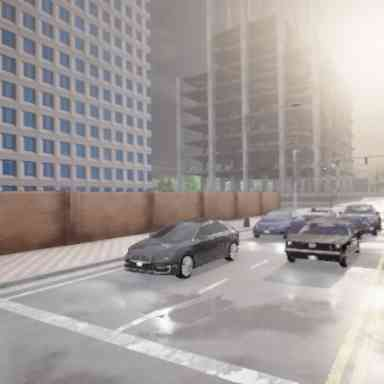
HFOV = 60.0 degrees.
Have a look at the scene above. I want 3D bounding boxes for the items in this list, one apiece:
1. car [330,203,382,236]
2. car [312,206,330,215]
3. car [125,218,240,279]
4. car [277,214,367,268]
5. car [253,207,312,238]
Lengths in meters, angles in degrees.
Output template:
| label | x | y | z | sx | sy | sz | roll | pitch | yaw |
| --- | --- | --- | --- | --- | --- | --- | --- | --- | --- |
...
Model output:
| label | x | y | z | sx | sy | sz | roll | pitch | yaw |
| --- | --- | --- | --- | --- | --- | --- | --- | --- | --- |
| car | 9.871 | 1.496 | 19.598 | 2.097 | 1.767 | 4.553 | -1 | -1 | 33 |
| car | 10.040 | 1.828 | 26.179 | 1.895 | 1.301 | 4.718 | -1 | -1 | 34 |
| car | -0.067 | 1.674 | 10.873 | 1.837 | 1.490 | 4.892 | -1 | -1 | 33 |
| car | 4.902 | 1.716 | 12.058 | 1.895 | 1.301 | 4.718 | -1 | -1 | 33 |
| car | 5.010 | 1.725 | 18.585 | 1.812 | 1.442 | 4.674 | -1 | -1 | 33 |
